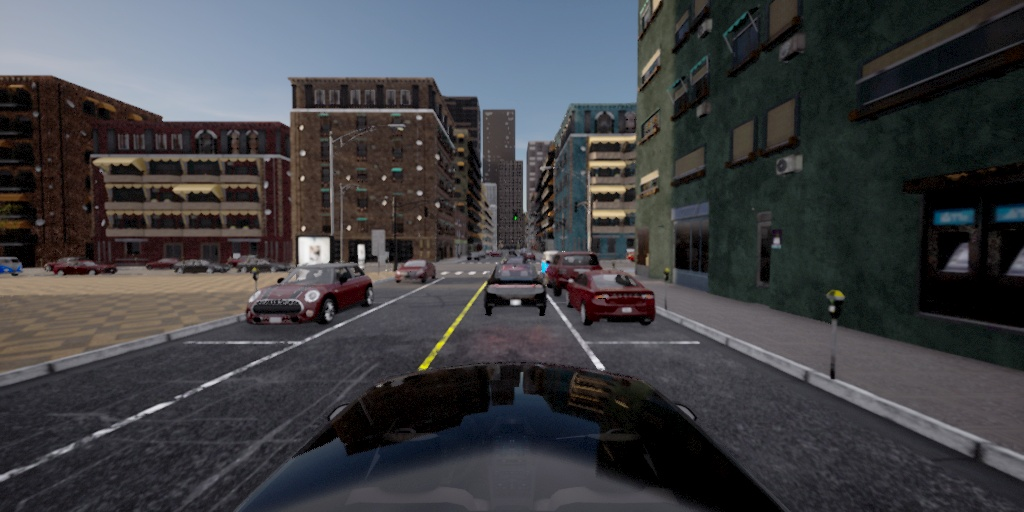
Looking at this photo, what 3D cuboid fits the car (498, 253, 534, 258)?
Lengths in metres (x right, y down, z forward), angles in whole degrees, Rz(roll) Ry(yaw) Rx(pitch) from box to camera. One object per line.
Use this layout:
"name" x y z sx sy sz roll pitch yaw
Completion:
"car" 0.386 0.699 26.246 1.994 1.385 4.181 0 1 5

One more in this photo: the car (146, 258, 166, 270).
"car" -39.160 0.867 40.926 4.207 1.307 1.802 0 0 0

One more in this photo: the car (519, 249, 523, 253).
"car" 2.694 -0.122 59.583 1.948 1.339 4.313 0 0 0

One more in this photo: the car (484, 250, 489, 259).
"car" -5.687 -0.257 65.118 1.948 1.339 4.313 0 0 0

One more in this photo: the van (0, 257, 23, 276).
"van" -46.849 1.017 32.391 3.998 1.789 1.690 0 0 0

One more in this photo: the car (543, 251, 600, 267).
"car" 2.691 0.703 16.151 2.192 1.841 5.009 0 0 0

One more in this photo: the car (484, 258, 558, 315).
"car" 0.100 0.980 12.120 2.128 1.511 4.902 0 1 0

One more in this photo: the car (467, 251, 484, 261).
"car" -5.688 0.013 54.074 1.948 1.339 4.313 0 0 0

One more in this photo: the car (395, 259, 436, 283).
"car" -5.690 0.832 21.679 1.802 1.307 4.207 0 0 0

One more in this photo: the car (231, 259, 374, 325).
"car" -5.691 0.966 10.627 1.967 1.591 4.097 0 0 0

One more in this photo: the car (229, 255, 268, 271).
"car" -22.391 0.869 32.454 4.403 1.370 2.007 0 0 0

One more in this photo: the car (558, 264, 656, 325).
"car" 2.690 1.071 10.625 1.888 1.381 4.507 0 0 0

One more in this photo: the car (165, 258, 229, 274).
"car" -27.960 0.951 32.416 4.403 1.370 2.007 0 0 0

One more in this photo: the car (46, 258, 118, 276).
"car" -38.389 1.098 32.392 4.507 1.381 1.888 0 0 0

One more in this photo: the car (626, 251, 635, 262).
"car" 15.776 -0.205 41.217 5.009 1.841 2.192 0 0 0

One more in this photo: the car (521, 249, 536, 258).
"car" 2.694 0.030 54.062 1.802 1.307 4.207 0 0 0

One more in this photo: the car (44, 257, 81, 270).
"car" -50.297 0.892 40.777 4.097 1.591 1.967 0 0 0
